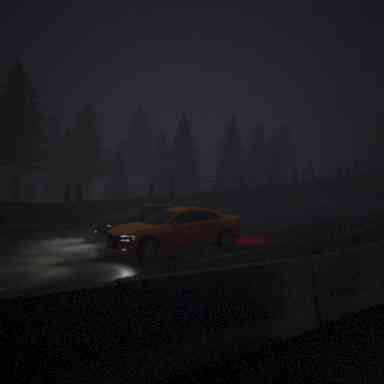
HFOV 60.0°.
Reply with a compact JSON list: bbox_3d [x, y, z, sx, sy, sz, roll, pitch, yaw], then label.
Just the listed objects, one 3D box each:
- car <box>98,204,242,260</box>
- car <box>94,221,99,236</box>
[{"bbox_3d":[-0.494,1.293,11.945,5.008,1.535,1.882,-2,1,-32],"label":"car"},{"bbox_3d":[-2.043,1.300,15.107,4.674,1.442,1.812,-2,2,-32],"label":"car"}]
